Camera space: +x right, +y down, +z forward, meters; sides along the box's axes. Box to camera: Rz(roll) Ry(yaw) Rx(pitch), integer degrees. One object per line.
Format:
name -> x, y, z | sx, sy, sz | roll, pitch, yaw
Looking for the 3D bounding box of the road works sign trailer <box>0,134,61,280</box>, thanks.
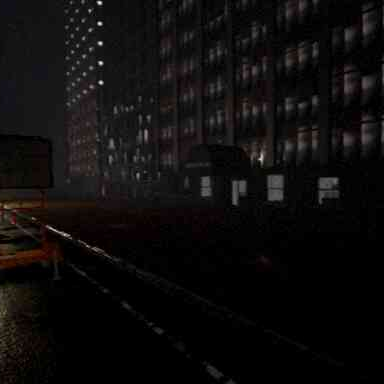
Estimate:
road works sign trailer -> -4.881, 0.325, 8.594 | 2.380, 3.560, 2.880 | -2, 2, -33
